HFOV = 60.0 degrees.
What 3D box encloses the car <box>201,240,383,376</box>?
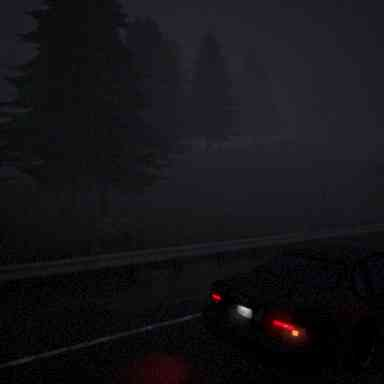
[{"bbox_3d":[2.732,1.546,5.573,5.357,1.411,2.033,0,0,-34],"label":"car"}]
